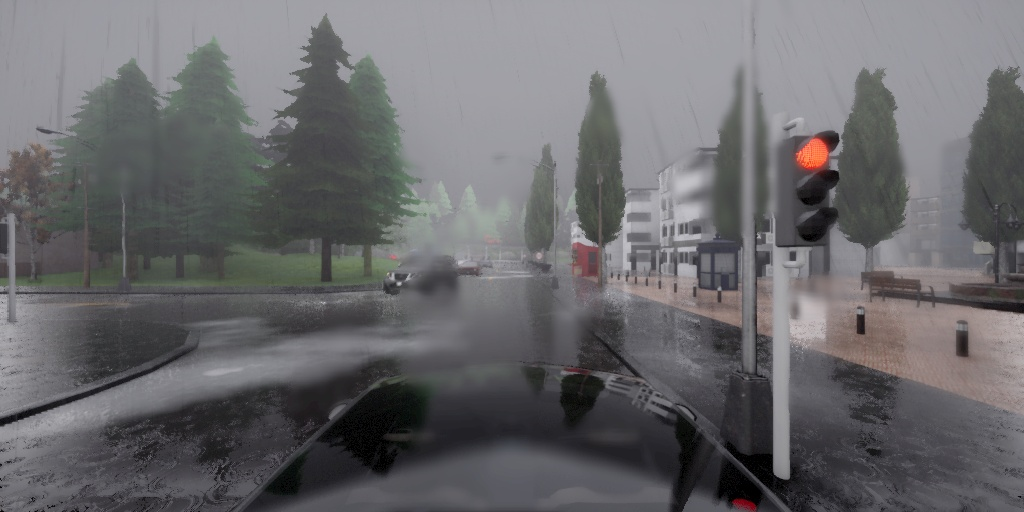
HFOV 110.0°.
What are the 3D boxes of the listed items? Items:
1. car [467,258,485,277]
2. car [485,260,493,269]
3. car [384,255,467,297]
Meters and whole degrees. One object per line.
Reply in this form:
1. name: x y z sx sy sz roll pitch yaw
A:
1. car: -4.082 1.228 35.764 1.882 1.535 5.008 0 1 0
2. car: -4.021 1.314 55.507 1.994 1.385 4.181 0 0 0
3. car: -4.629 0.973 19.551 2.150 2.045 5.566 1 0 14
